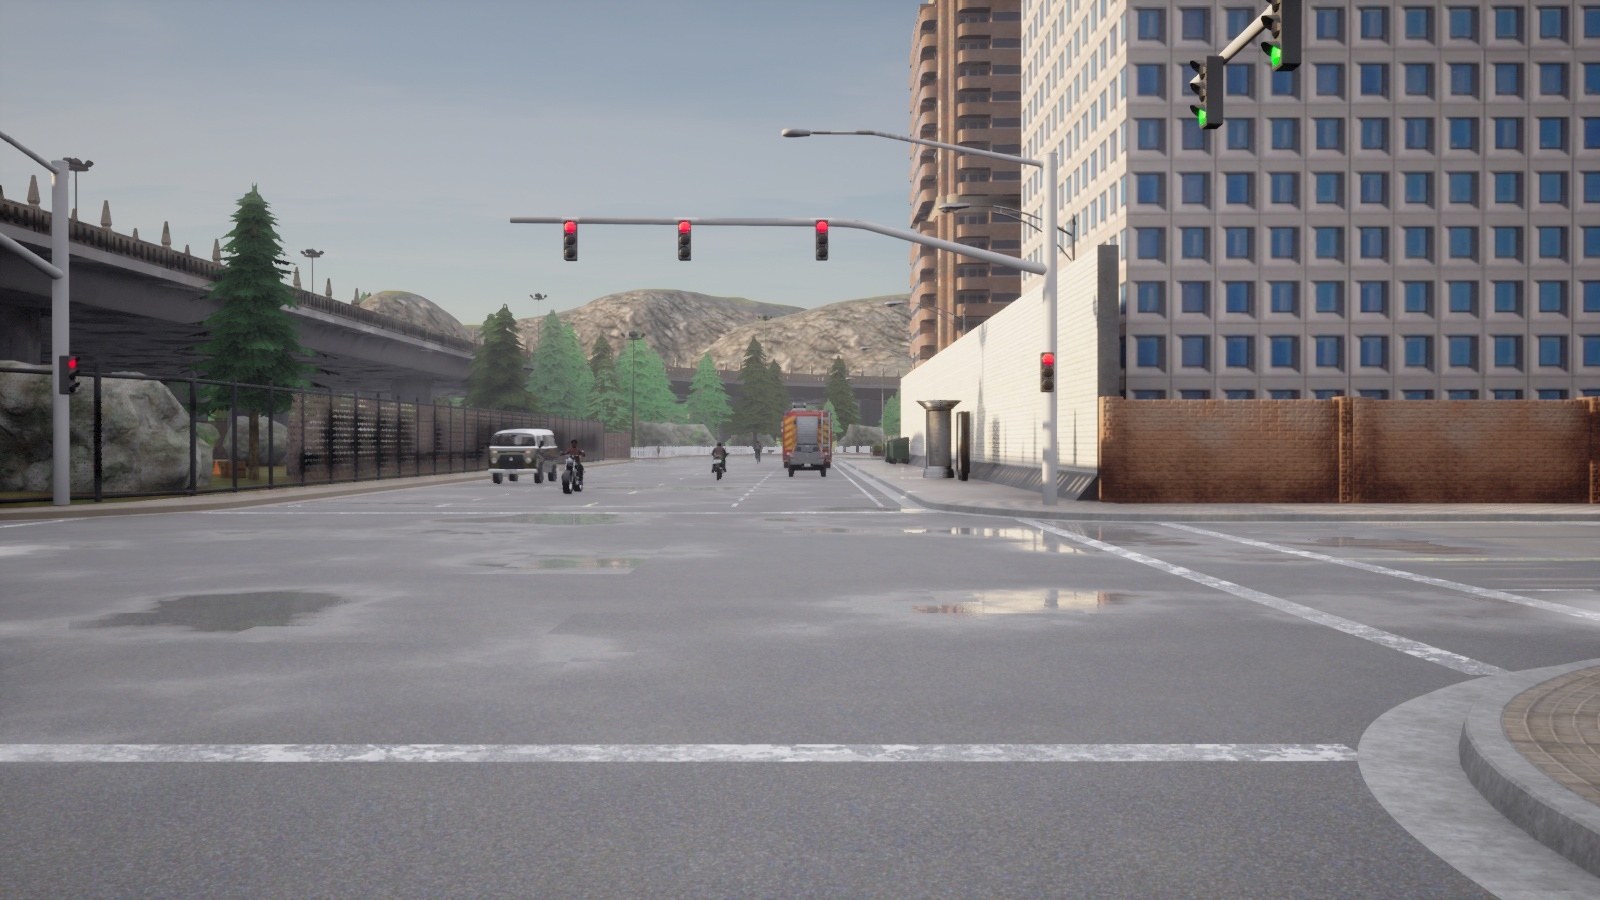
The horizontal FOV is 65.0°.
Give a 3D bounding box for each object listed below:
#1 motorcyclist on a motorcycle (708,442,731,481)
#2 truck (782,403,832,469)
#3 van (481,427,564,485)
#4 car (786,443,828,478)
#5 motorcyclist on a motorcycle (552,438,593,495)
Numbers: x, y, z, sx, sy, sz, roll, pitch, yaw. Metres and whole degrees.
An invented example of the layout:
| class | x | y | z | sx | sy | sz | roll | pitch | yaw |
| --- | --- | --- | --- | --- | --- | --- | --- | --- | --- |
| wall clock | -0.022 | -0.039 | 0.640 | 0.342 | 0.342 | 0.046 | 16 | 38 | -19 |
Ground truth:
| class | x | y | z | sx | sy | sz | roll | pitch | yaw |
| --- | --- | --- | --- | --- | --- | --- | --- | --- | --- |
| motorcyclist on a motorcycle | -3.212 | 0.443 | 50.163 | 0.797 | 1.523 | 2.044 | 0 | 0 | 0 |
| truck | 0.434 | -0.851 | 76.773 | 2.891 | 3.827 | 8.468 | 0 | 0 | 0 |
| van | -10.231 | 0.198 | 46.604 | 2.069 | 2.038 | 4.480 | 0 | 0 | 0 |
| car | 0.321 | 0.443 | 56.297 | 1.845 | 1.501 | 3.633 | 0 | 0 | 0 |
| motorcyclist on a motorcycle | -6.781 | 0.480 | 37.514 | 0.766 | 1.649 | 2.350 | 0 | 0 | 0 |
